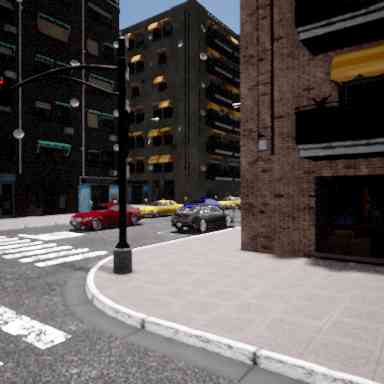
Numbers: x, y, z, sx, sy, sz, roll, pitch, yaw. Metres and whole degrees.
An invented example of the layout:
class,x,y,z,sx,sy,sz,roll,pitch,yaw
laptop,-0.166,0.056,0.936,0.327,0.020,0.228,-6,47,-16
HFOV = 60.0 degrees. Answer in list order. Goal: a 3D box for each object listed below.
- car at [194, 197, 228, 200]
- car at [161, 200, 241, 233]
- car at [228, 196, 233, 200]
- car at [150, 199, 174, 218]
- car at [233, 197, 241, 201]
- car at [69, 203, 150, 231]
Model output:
class,x,y,z,sx,sy,sz,roll,pitch,yaw
car,0.776,1.263,27.652,1.812,1.442,4.674,0,1,36
car,0.654,1.360,18.265,2.008,1.369,4.403,1,1,36
car,4.152,1.159,36.499,1.752,1.417,4.829,1,1,36
car,-2.510,1.301,27.321,1.752,1.417,4.829,1,1,36
car,6.620,1.139,35.699,1.812,1.442,4.674,0,1,36
car,-4.948,1.384,19.750,1.812,1.442,4.674,0,1,36
